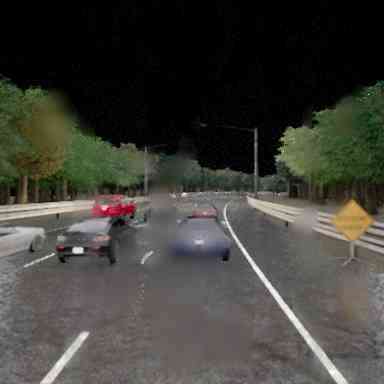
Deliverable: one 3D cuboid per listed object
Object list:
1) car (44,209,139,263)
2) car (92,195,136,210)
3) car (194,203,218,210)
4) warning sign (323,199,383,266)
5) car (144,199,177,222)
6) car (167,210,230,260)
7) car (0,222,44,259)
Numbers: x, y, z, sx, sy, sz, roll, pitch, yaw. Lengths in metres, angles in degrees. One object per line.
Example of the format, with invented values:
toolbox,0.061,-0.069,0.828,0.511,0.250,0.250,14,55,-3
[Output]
car,-3.186,1.546,11.893,1.812,1.442,4.674,0,-1,3
car,-5.978,1.250,26.100,2.150,2.045,5.566,0,0,4
car,1.157,1.597,27.530,1.994,1.385,4.181,0,0,4
warning sign,4.701,1.140,9.781,1.300,1.860,1.060,0,0,2
car,-2.409,1.381,26.792,2.097,1.767,4.553,0,0,4
car,0.347,1.587,12.574,1.994,1.385,4.181,0,0,2
car,-6.727,1.614,10.913,1.895,1.301,4.718,0,0,2
